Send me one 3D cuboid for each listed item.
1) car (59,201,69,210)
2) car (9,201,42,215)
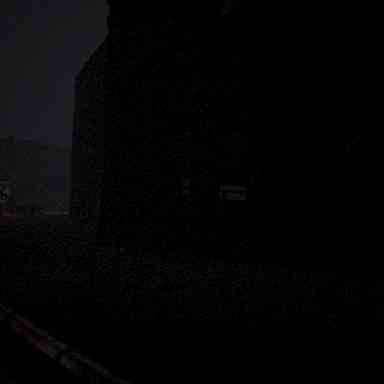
[{"bbox_3d":[-18.627,2.138,51.753,2.128,1.511,4.902,4,-1,11],"label":"car"},{"bbox_3d":[-19.802,1.840,39.844,1.882,1.535,5.008,4,-1,3],"label":"car"}]
